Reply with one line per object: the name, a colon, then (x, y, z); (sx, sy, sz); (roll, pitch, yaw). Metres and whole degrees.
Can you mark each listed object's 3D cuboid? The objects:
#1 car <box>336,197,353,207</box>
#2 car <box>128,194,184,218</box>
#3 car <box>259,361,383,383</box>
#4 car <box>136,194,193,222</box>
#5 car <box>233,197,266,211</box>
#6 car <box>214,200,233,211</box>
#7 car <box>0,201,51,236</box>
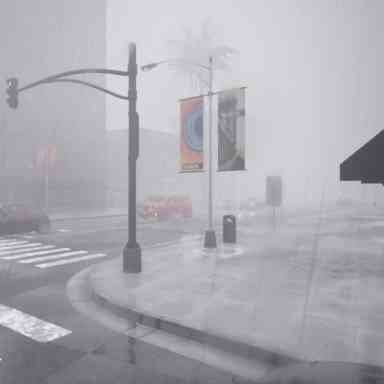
car: (24.754, 1.621, 54.046); (2.128, 1.511, 4.902); (0, 0, 35)
car: (-3.298, 1.253, 31.566); (2.150, 2.045, 5.566); (0, 0, 36)
car: (2.166, 1.551, 1.301); (4.403, 1.369, 2.008); (0, 0, 36)
car: (-2.079, 1.253, 27.659); (2.150, 2.045, 5.566); (0, 0, 34)
car: (7.443, 1.419, 41.117); (2.097, 1.767, 4.553); (0, 0, 35)
car: (4.785, 1.662, 42.992); (1.895, 1.301, 4.718); (0, 0, 35)
car: (-9.492, 1.362, 16.633); (2.097, 1.767, 4.553); (0, 0, 30)
